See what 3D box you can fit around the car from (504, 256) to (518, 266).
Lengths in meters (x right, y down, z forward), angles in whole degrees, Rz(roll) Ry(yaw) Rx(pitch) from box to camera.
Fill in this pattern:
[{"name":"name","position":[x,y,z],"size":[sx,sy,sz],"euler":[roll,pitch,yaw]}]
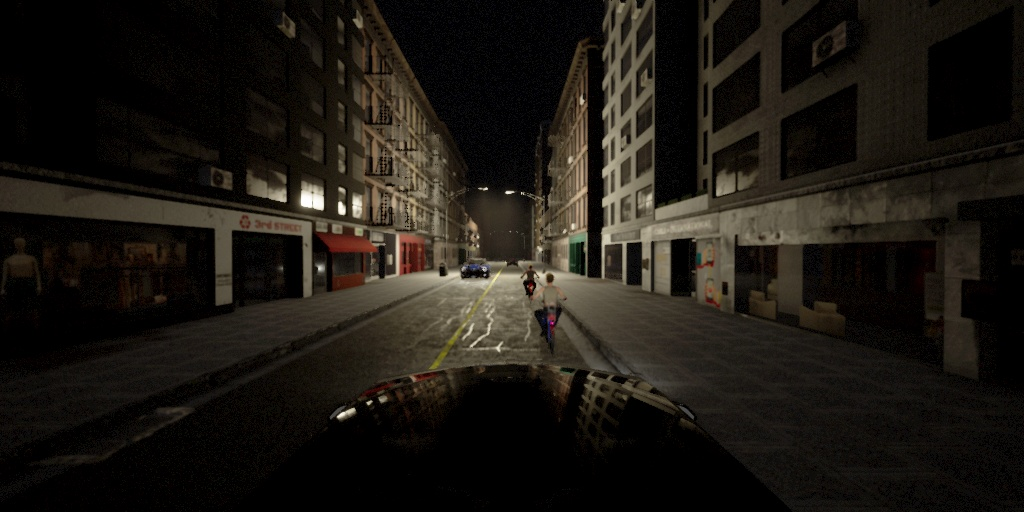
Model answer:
[{"name":"car","position":[0.073,1.088,61.379],"size":[1.895,1.301,4.718],"euler":[0,0,0]}]

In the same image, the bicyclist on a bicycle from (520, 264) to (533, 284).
[{"name":"bicyclist on a bicycle","position":[0.758,1.119,14.953],"size":[0.866,1.612,1.509],"euler":[0,1,0]}]

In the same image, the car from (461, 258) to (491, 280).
[{"name":"car","position":[-2.861,0.970,29.057],"size":[2.097,1.767,4.553],"euler":[0,0,0]}]

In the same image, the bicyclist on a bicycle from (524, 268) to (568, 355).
[{"name":"bicyclist on a bicycle","position":[0.787,1.155,7.633],"size":[0.866,1.612,1.509],"euler":[0,2,-1]}]
